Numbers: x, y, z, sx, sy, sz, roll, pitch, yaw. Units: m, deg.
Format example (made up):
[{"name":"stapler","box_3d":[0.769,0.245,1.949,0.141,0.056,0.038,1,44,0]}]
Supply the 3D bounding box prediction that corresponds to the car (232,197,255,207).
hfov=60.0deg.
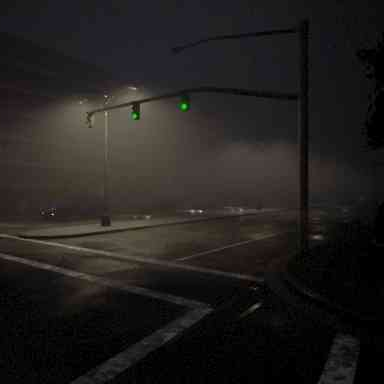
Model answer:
[{"name":"car","box_3d":[7.986,1.505,51.243,1.837,1.490,4.892,0,0,36]}]

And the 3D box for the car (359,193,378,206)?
[{"name":"car","box_3d":[28.722,1.221,54.039,2.150,2.045,5.566,0,0,36]}]

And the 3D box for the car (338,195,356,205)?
[{"name":"car","box_3d":[26.656,1.352,57.153,2.097,1.767,4.553,0,0,36]}]

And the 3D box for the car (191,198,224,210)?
[{"name":"car","box_3d":[2.118,1.547,43.205,2.033,1.411,5.357,0,0,36]}]

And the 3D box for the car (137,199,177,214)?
[{"name":"car","box_3d":[-3.669,1.478,35.215,1.882,1.535,5.008,0,0,36]}]

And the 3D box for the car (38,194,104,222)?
[{"name":"car","box_3d":[-9.535,1.222,27.117,2.150,2.045,5.566,0,0,36]}]
